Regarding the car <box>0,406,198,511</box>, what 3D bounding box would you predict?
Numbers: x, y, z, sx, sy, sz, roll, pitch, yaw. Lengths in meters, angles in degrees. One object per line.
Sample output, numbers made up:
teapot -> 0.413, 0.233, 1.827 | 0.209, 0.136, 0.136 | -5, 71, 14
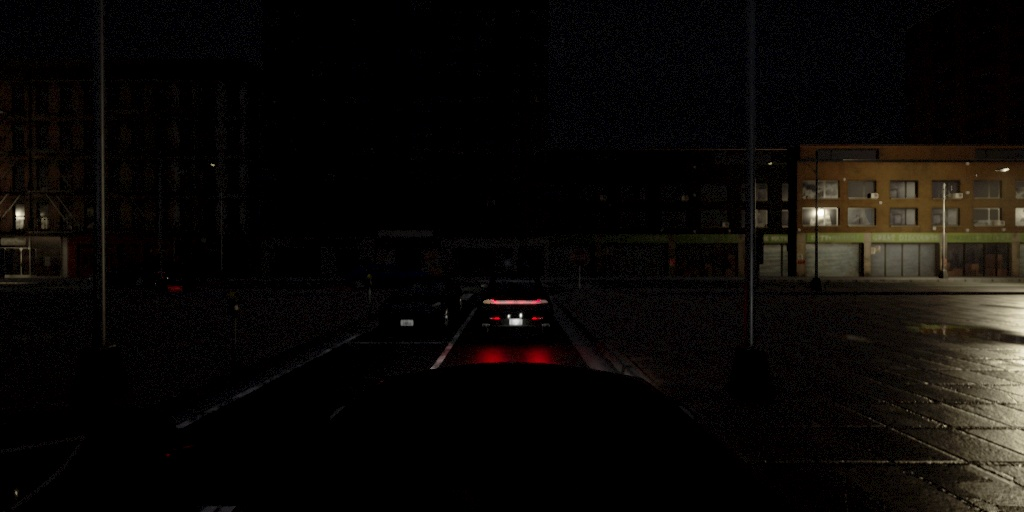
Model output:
car -> -2.638, 1.317, 0.280 | 1.948, 1.339, 4.313 | 0, 0, 0

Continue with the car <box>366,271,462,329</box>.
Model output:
car -> -2.634, 1.308, 11.184 | 1.948, 1.339, 4.313 | 0, 0, 0

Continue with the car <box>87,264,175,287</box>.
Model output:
car -> -26.210, 1.295, 24.752 | 4.892, 1.490, 1.837 | 0, 0, 0

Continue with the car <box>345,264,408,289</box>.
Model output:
car -> -7.450, 1.227, 21.785 | 5.008, 1.535, 1.882 | 0, 0, 0

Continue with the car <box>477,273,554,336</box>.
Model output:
car -> 0.080, 1.234, 10.302 | 2.128, 1.511, 4.902 | 0, 0, 0
